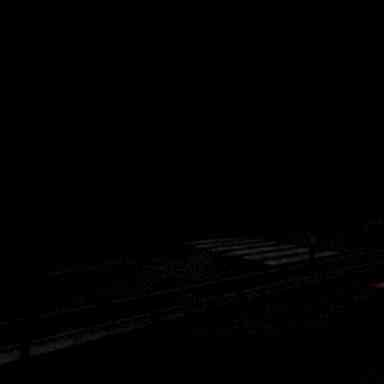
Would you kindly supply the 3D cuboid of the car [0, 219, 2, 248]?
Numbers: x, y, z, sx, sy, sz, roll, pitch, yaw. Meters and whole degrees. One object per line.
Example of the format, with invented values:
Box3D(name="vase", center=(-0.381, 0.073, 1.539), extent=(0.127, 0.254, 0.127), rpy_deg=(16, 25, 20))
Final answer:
Box3D(name="car", center=(-9.480, 1.562, 14.448), extent=(2.231, 1.521, 4.892), rpy_deg=(0, 0, -35))
